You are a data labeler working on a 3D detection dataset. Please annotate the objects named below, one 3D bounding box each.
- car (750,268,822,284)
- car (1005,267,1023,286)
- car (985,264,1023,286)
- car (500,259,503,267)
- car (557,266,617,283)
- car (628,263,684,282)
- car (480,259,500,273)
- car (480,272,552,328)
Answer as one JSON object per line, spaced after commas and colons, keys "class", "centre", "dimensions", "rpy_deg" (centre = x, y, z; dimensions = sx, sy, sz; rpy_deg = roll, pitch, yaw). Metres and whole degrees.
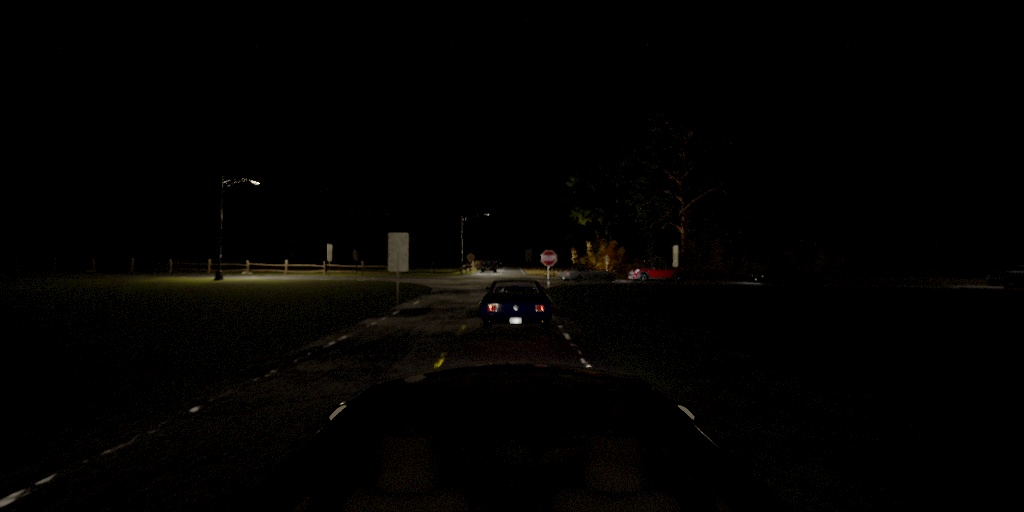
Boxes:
{"class": "car", "centre": [24.584, 1.745, 32.241], "dimensions": [5.357, 1.411, 2.033], "rpy_deg": [1, -1, 0]}
{"class": "car", "centre": [44.517, 1.925, 29.477], "dimensions": [5.008, 1.535, 1.882], "rpy_deg": [1, -1, 0]}
{"class": "car", "centre": [46.436, 1.749, 32.315], "dimensions": [5.566, 2.045, 2.150], "rpy_deg": [1, -1, 0]}
{"class": "car", "centre": [-2.827, 1.402, 55.270], "dimensions": [1.994, 1.385, 4.181], "rpy_deg": [0, 0, 0]}
{"class": "car", "centre": [6.082, 1.465, 28.785], "dimensions": [4.718, 1.301, 1.895], "rpy_deg": [1, -1, -24]}
{"class": "car", "centre": [12.869, 1.377, 32.219], "dimensions": [4.553, 1.767, 2.097], "rpy_deg": [1, -1, 1]}
{"class": "car", "centre": [-2.842, 1.341, 44.875], "dimensions": [1.812, 1.442, 4.674], "rpy_deg": [0, 0, 0]}
{"class": "car", "centre": [0.103, 1.362, 11.374], "dimensions": [1.895, 1.301, 4.718], "rpy_deg": [0, 0, 0]}
